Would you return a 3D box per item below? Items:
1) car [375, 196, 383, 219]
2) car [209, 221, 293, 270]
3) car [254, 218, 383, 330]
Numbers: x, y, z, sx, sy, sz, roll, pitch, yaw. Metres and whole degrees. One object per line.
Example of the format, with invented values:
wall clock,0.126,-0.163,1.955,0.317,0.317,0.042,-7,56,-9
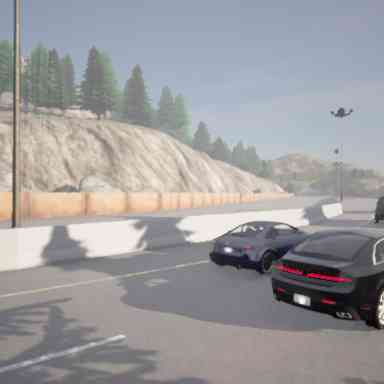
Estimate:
car,15.510,1.346,25.666,2.150,2.045,5.566,0,0,34
car,2.532,1.620,10.746,4.181,1.385,1.994,0,0,-41
car,3.654,1.541,7.089,4.892,1.490,1.837,0,0,-41
